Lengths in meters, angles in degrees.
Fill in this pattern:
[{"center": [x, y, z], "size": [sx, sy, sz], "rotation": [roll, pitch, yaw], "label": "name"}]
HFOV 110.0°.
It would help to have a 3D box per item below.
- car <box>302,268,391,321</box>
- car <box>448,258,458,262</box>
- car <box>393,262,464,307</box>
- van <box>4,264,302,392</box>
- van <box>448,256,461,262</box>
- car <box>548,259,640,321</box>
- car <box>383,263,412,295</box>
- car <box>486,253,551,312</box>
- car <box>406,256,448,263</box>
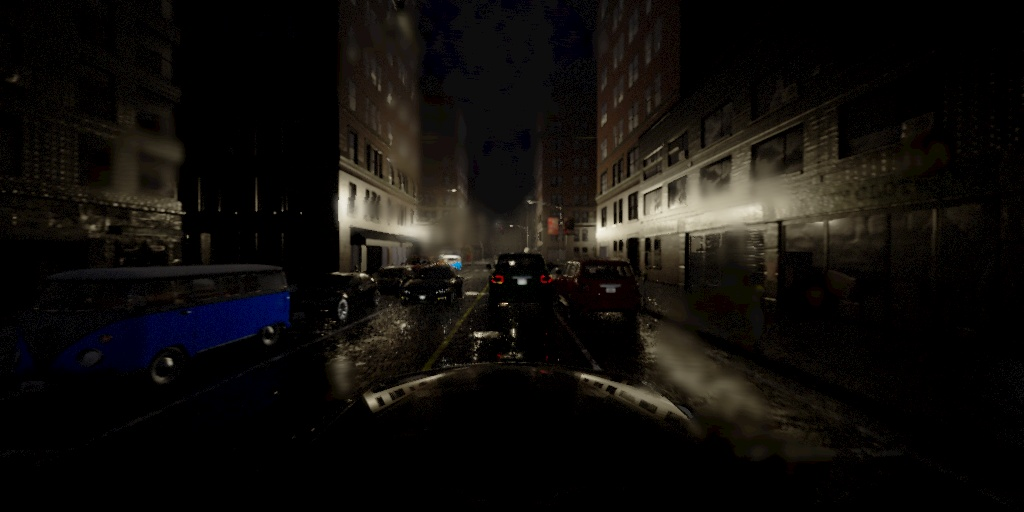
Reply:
[{"center": [-5.862, 1.243, 12.064], "size": [1.948, 1.339, 4.313], "rotation": [0, 0, 0], "label": "car"}, {"center": [-5.869, 1.102, 28.822], "size": [1.888, 1.381, 4.507], "rotation": [0, 0, 0], "label": "car"}, {"center": [-3.106, 1.162, 14.828], "size": [1.837, 1.490, 4.892], "rotation": [0, 0, 0], "label": "car"}, {"center": [-5.860, 1.057, 6.478], "size": [1.690, 1.789, 3.998], "rotation": [0, 0, 0], "label": "van"}, {"center": [-5.871, 0.857, 34.407], "size": [1.690, 1.789, 3.998], "rotation": [0, 0, 0], "label": "van"}, {"center": [2.663, 0.992, 12.073], "size": [2.192, 1.841, 5.009], "rotation": [0, 0, 0], "label": "car"}, {"center": [-5.864, 1.203, 17.650], "size": [1.948, 1.339, 4.313], "rotation": [0, 0, 0], "label": "car"}, {"center": [0.195, 0.886, 13.966], "size": [2.150, 2.045, 5.566], "rotation": [0, 1, -3], "label": "car"}, {"center": [-5.866, 0.911, 23.235], "size": [2.192, 1.841, 5.009], "rotation": [0, 0, 0], "label": "car"}]
